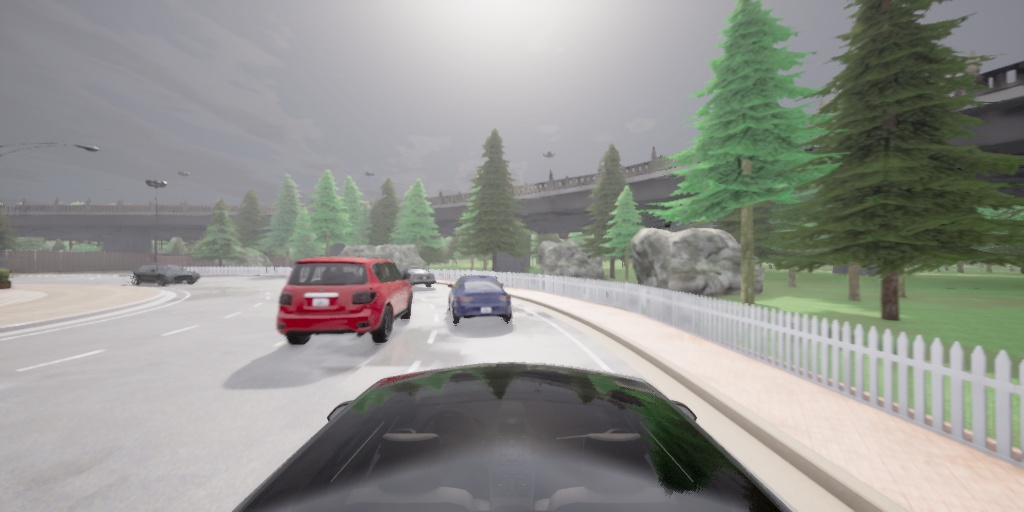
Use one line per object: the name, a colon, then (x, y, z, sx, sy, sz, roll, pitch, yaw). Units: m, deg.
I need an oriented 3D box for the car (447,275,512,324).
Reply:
car: (-1.214, 1.381, 12.425, 1.812, 1.442, 4.674, 0, 0, -12)

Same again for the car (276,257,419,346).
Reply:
car: (-4.181, 1.055, 9.949, 2.150, 2.045, 5.566, 0, 0, -7)

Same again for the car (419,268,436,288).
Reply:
car: (-7.346, 1.538, 25.920, 2.033, 1.411, 5.357, 0, -1, -37)

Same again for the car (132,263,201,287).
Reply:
car: (-26.579, 1.359, 27.503, 4.553, 1.767, 2.097, 0, 0, 18)
